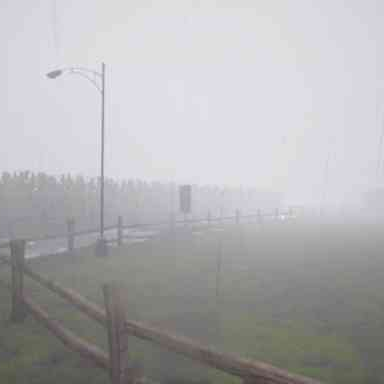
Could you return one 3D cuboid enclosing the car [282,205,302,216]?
[{"bbox_3d":[15.023,2.646,49.290,1.882,1.535,5.008,-1,-2,36],"label":"car"}]
